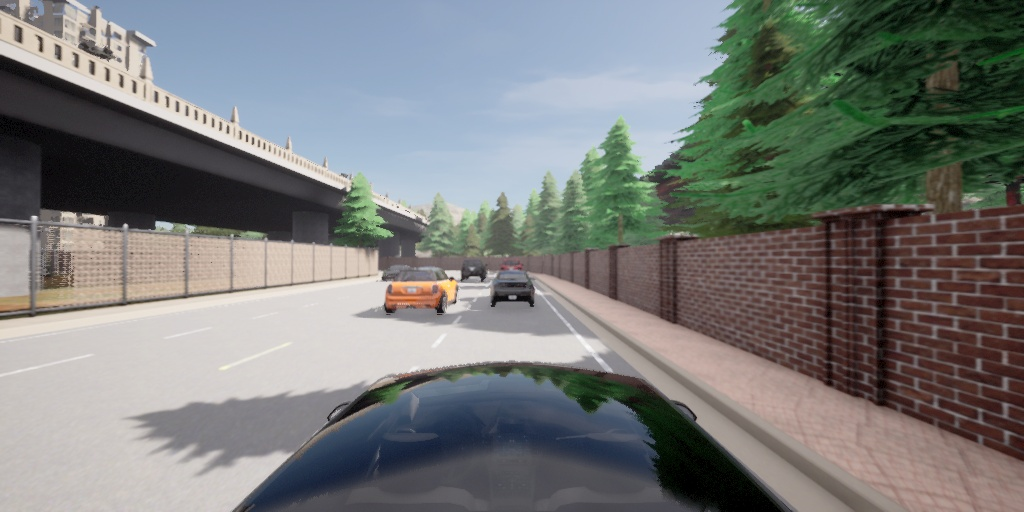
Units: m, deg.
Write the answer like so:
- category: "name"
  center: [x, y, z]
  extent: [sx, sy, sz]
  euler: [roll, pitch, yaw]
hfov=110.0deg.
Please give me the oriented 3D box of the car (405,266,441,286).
- category: "car"
  center: [-7.239, 1.579, 29.677]
  extent: [1.812, 1.442, 4.674]
  euler: [0, -1, 0]

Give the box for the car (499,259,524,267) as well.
- category: "car"
  center: [-0.074, 1.321, 34.367]
  extent: [2.150, 2.045, 5.566]
  euler: [0, -1, 0]

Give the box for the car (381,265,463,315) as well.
- category: "car"
  center: [-3.473, 1.241, 14.559]
  extent: [2.097, 1.767, 4.553]
  euler: [0, -1, 0]

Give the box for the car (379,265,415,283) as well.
- category: "car"
  center: [-10.775, 1.605, 33.873]
  extent: [1.837, 1.490, 4.892]
  euler: [0, -1, -1]

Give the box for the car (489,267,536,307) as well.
- category: "car"
  center: [0.021, 1.414, 16.594]
  extent: [1.837, 1.490, 4.892]
  euler: [0, -1, 0]

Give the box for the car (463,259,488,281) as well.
- category: "car"
  center: [-3.574, 1.323, 34.428]
  extent: [2.150, 2.045, 5.566]
  euler: [0, -1, 0]
